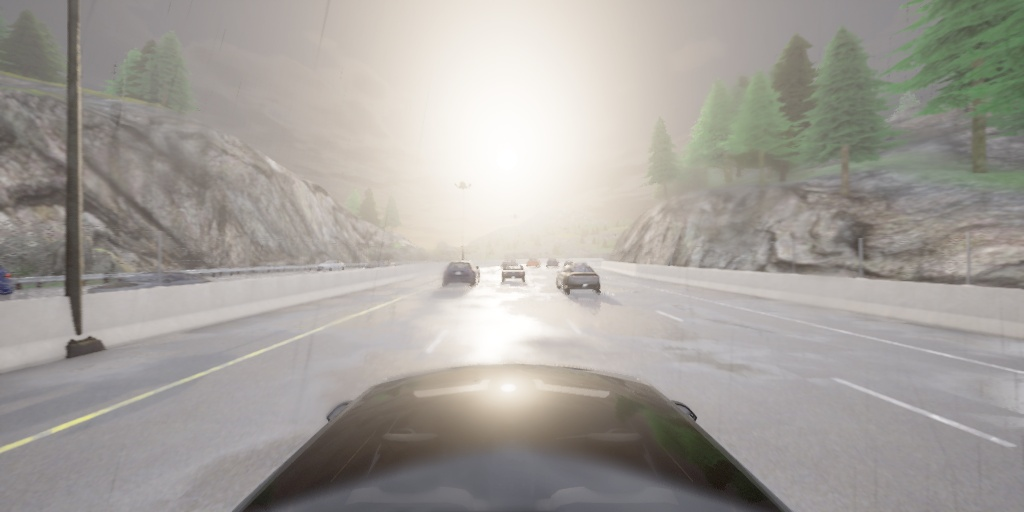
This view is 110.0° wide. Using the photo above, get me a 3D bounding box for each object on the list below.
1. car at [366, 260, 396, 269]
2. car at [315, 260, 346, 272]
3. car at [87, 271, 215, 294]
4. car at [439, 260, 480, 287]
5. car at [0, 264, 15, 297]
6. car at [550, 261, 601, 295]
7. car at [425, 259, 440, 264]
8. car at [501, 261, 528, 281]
[{"bbox_3d":[-16.733,1.325,46.804,1.994,1.385,4.181,0,0,5],"label":"car"},{"bbox_3d":[-23.732,1.287,47.121,1.812,1.442,4.674,0,0,5],"label":"car"},{"bbox_3d":[-14.086,1.317,14.298,1.994,1.385,4.181,0,0,0],"label":"car"},{"bbox_3d":[-3.394,1.108,24.905,2.097,1.767,4.553,0,0,0],"label":"car"},{"bbox_3d":[-21.093,0.977,11.995,2.150,2.045,5.566,0,0,0],"label":"car"},{"bbox_3d":[3.599,1.246,20.049,2.128,1.511,4.902,0,0,0],"label":"car"},{"bbox_3d":[-12.142,1.256,56.053,2.128,1.511,4.902,0,0,8],"label":"car"},{"bbox_3d":[0.125,1.358,29.691,1.895,1.301,4.718,0,0,1],"label":"car"}]
